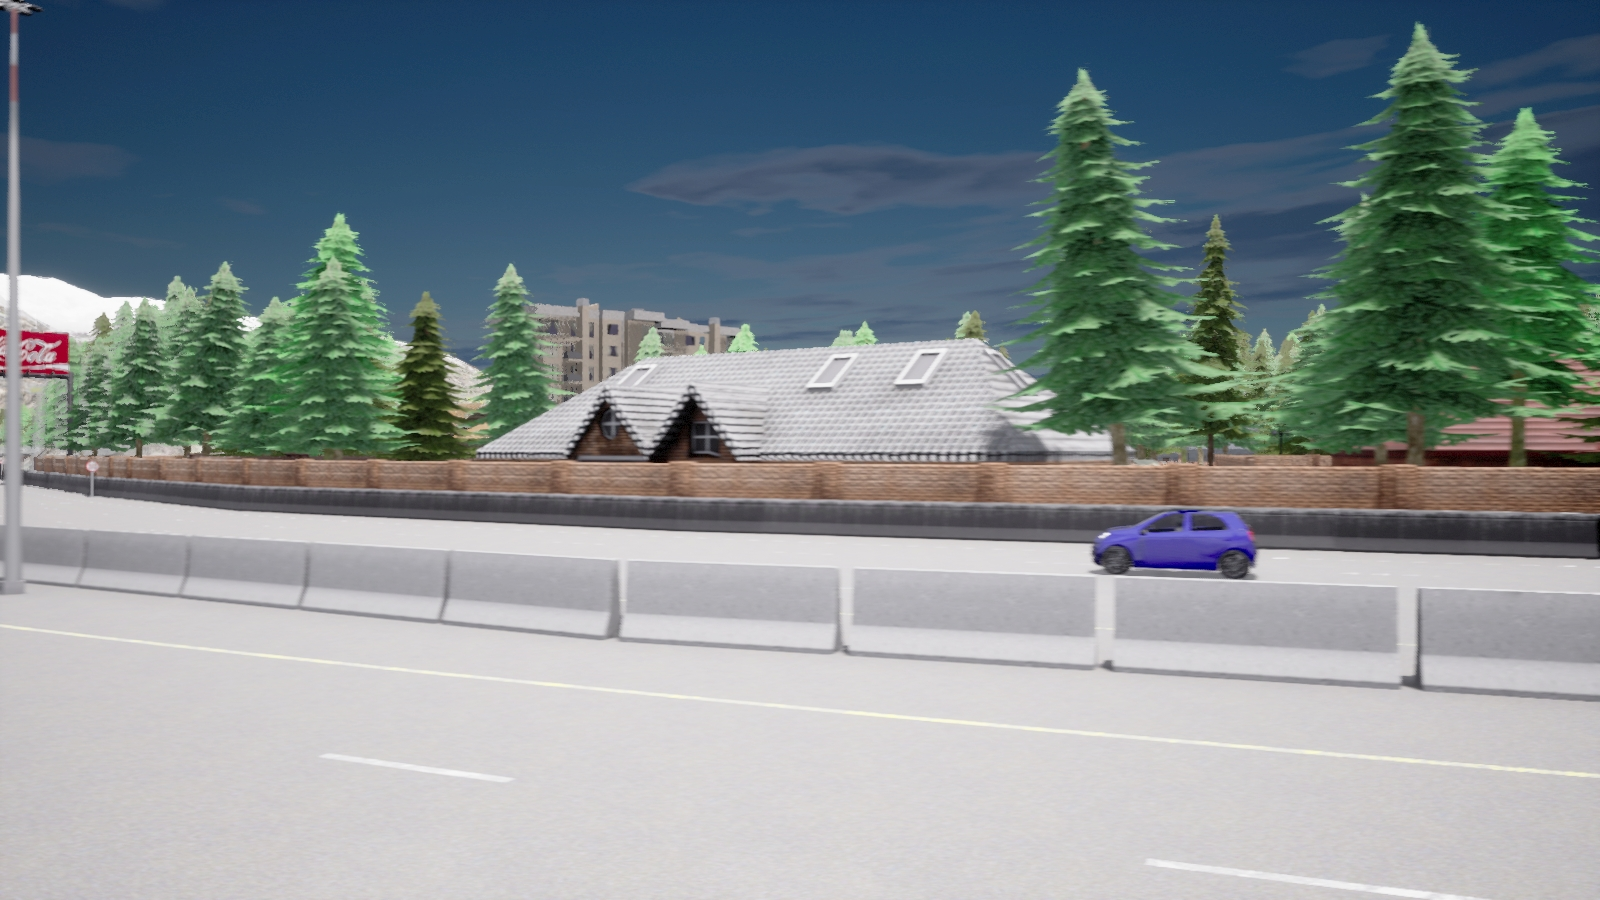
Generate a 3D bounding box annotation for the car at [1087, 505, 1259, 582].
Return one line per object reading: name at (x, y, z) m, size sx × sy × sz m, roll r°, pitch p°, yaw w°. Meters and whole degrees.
car at (8.531, 2.079, 26.097) m, size 3.633 × 1.501 × 1.845 m, roll 0°, pitch 0°, yaw 22°
